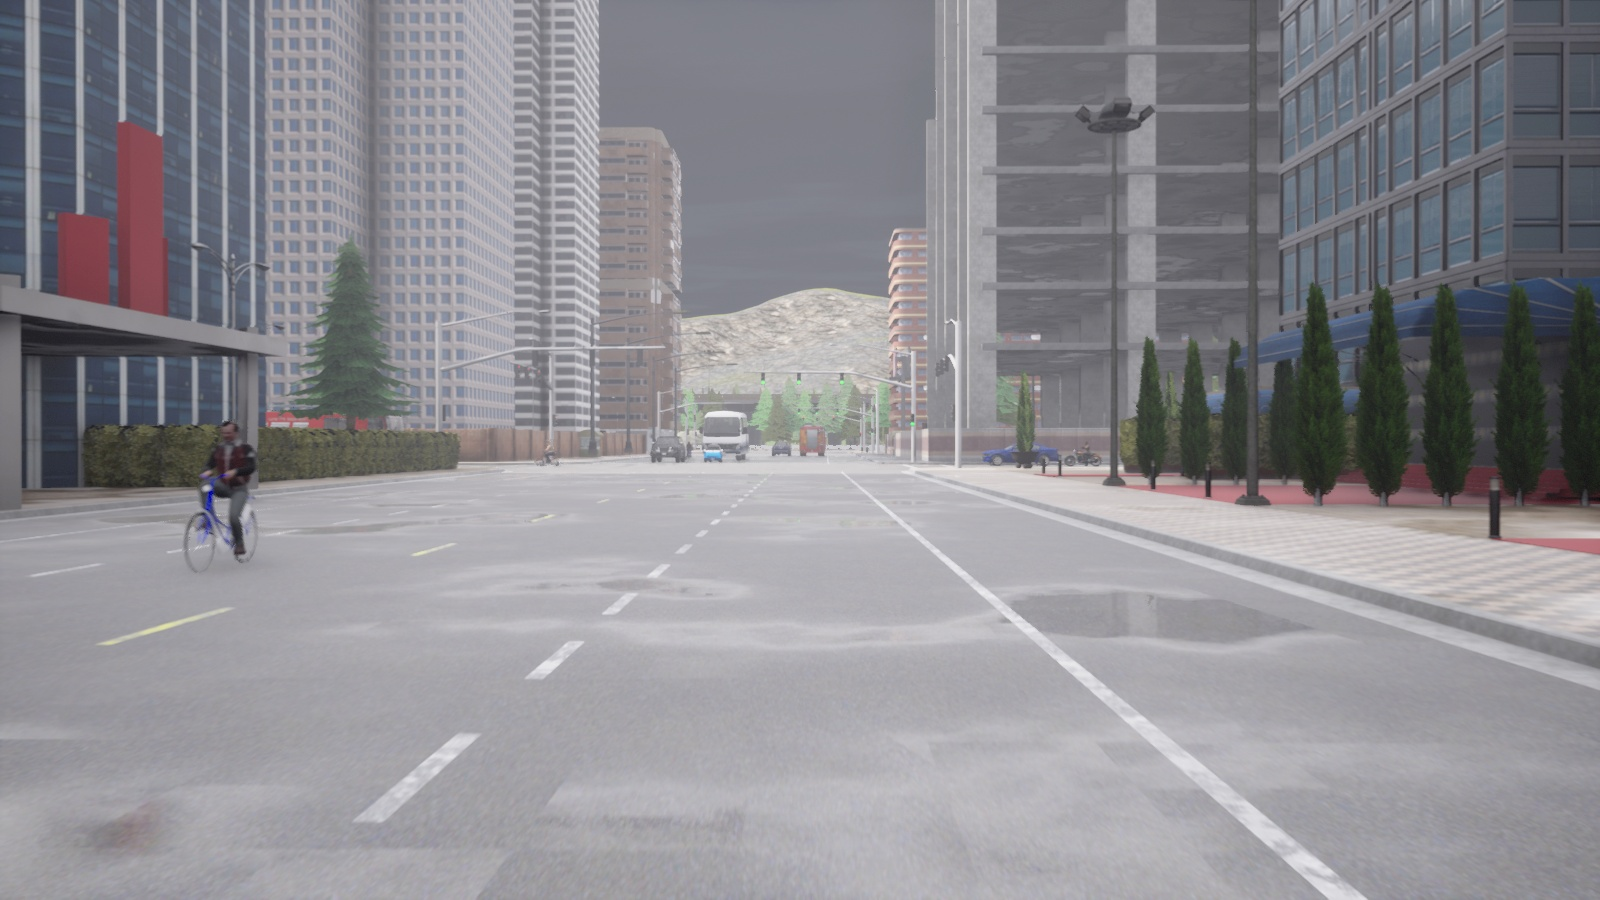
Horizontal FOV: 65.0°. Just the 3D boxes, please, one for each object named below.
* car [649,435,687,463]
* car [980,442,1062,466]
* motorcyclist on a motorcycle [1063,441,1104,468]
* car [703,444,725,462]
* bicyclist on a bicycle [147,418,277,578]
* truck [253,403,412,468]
[{"bbox_3d":[-10.096,-0.086,96.359,2.150,2.045,5.566,0,0,1],"label":"car"},{"bbox_3d":[14.373,0.275,81.833,5.008,1.535,1.882,0,0,1],"label":"car"},{"bbox_3d":[17.664,0.270,78.292,2.350,1.649,0.766,0,0,1],"label":"motorcyclist on a motorcycle"},{"bbox_3d":[-6.600,0.254,96.188,1.481,1.376,2.207,0,0,1],"label":"car"},{"bbox_3d":[-6.900,0.528,14.834,0.659,1.776,1.843,0,0,0],"label":"bicyclist on a bicycle"},{"bbox_3d":[-27.952,-0.865,75.345,8.468,3.827,2.891,0,0,1],"label":"truck"}]
